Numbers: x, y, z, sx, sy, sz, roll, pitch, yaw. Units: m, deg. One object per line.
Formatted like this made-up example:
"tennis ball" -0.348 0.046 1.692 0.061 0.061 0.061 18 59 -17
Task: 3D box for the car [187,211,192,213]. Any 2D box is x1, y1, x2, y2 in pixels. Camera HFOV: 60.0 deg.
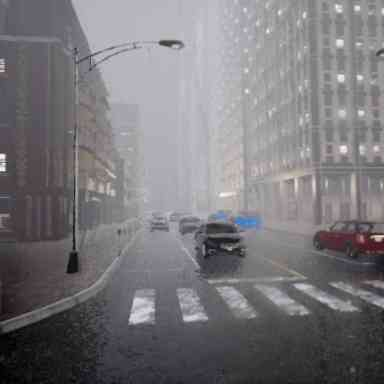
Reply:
"car" -0.715 5.666 87.970 1.802 1.307 4.206 0 -3 -6

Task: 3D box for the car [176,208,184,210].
"car" -3.151 5.208 85.449 2.150 2.045 5.566 0 -3 -6

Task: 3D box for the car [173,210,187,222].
"car" -2.144 3.732 48.043 1.812 1.442 4.674 0 -3 -6

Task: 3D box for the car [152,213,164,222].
"car" -5.412 4.079 53.412 1.802 1.307 4.206 0 -3 -6

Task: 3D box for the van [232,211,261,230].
"van" 5.340 2.702 31.887 1.690 1.788 3.998 0 -3 -6

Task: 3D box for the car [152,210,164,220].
"car" -6.627 4.357 64.644 2.192 1.841 5.009 0 -3 -6

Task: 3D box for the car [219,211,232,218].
"car" 4.736 3.182 37.487 2.008 1.369 4.403 0 -3 -6

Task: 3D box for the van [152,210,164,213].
"van" -4.809 3.566 47.814 1.690 1.788 3.998 0 -3 -6

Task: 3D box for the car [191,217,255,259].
"car" 1.261 2.155 15.722 1.837 1.490 4.892 0 -3 -6

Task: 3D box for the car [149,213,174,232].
"car" -2.990 2.963 30.976 2.008 1.369 4.403 0 -3 -6

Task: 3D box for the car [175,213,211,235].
"car" -0.065 2.788 28.012 2.033 1.411 5.357 0 -3 -6

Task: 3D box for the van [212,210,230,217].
"van" 4.129 3.244 43.107 1.690 1.788 3.998 0 -3 -6

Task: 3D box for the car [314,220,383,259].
"car" 7.159 1.993 15.054 1.967 1.590 4.097 0 -3 -6
